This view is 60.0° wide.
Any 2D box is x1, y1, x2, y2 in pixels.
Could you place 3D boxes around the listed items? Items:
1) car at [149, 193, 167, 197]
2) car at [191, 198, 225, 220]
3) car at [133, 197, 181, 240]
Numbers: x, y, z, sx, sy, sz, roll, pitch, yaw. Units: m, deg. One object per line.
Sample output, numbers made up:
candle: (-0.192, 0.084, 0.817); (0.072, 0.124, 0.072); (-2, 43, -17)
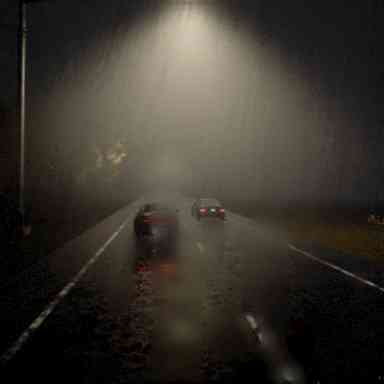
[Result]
car: (-3.820, 0.791, 37.278); (1.812, 1.442, 4.674); (1, 1, -6)
car: (1.070, 1.157, 23.601); (2.033, 1.411, 5.357); (1, 1, -6)
car: (-1.589, 1.210, 15.056); (1.837, 1.490, 4.892); (1, 1, -6)
